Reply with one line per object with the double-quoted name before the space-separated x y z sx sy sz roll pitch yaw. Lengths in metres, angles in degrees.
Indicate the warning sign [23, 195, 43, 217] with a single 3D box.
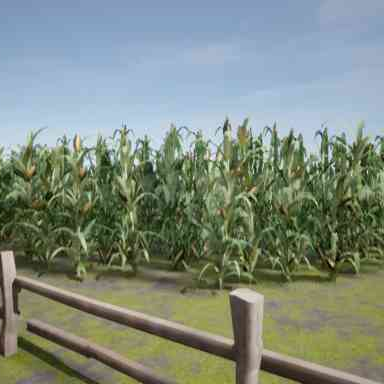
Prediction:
"warning sign" -13.842 1.179 28.933 1.300 1.860 1.060 1 1 35
